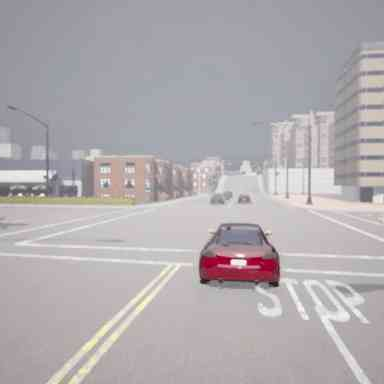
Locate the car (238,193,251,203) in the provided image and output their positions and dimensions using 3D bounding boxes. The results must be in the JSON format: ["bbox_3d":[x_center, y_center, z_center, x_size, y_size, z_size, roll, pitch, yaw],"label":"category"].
[{"bbox_3d":[8.149,0.902,51.780,1.812,1.442,4.674,0,1,9],"label":"car"}]

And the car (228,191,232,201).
[{"bbox_3d":[5.566,0.804,58.720,1.994,1.385,4.181,0,1,10],"label":"car"}]

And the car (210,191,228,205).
[{"bbox_3d":[3.682,0.956,47.287,1.837,1.490,4.892,0,1,9],"label":"car"}]

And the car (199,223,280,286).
[{"bbox_3d":[1.362,1.580,9.599,1.994,1.385,4.181,0,0,8],"label":"car"}]
